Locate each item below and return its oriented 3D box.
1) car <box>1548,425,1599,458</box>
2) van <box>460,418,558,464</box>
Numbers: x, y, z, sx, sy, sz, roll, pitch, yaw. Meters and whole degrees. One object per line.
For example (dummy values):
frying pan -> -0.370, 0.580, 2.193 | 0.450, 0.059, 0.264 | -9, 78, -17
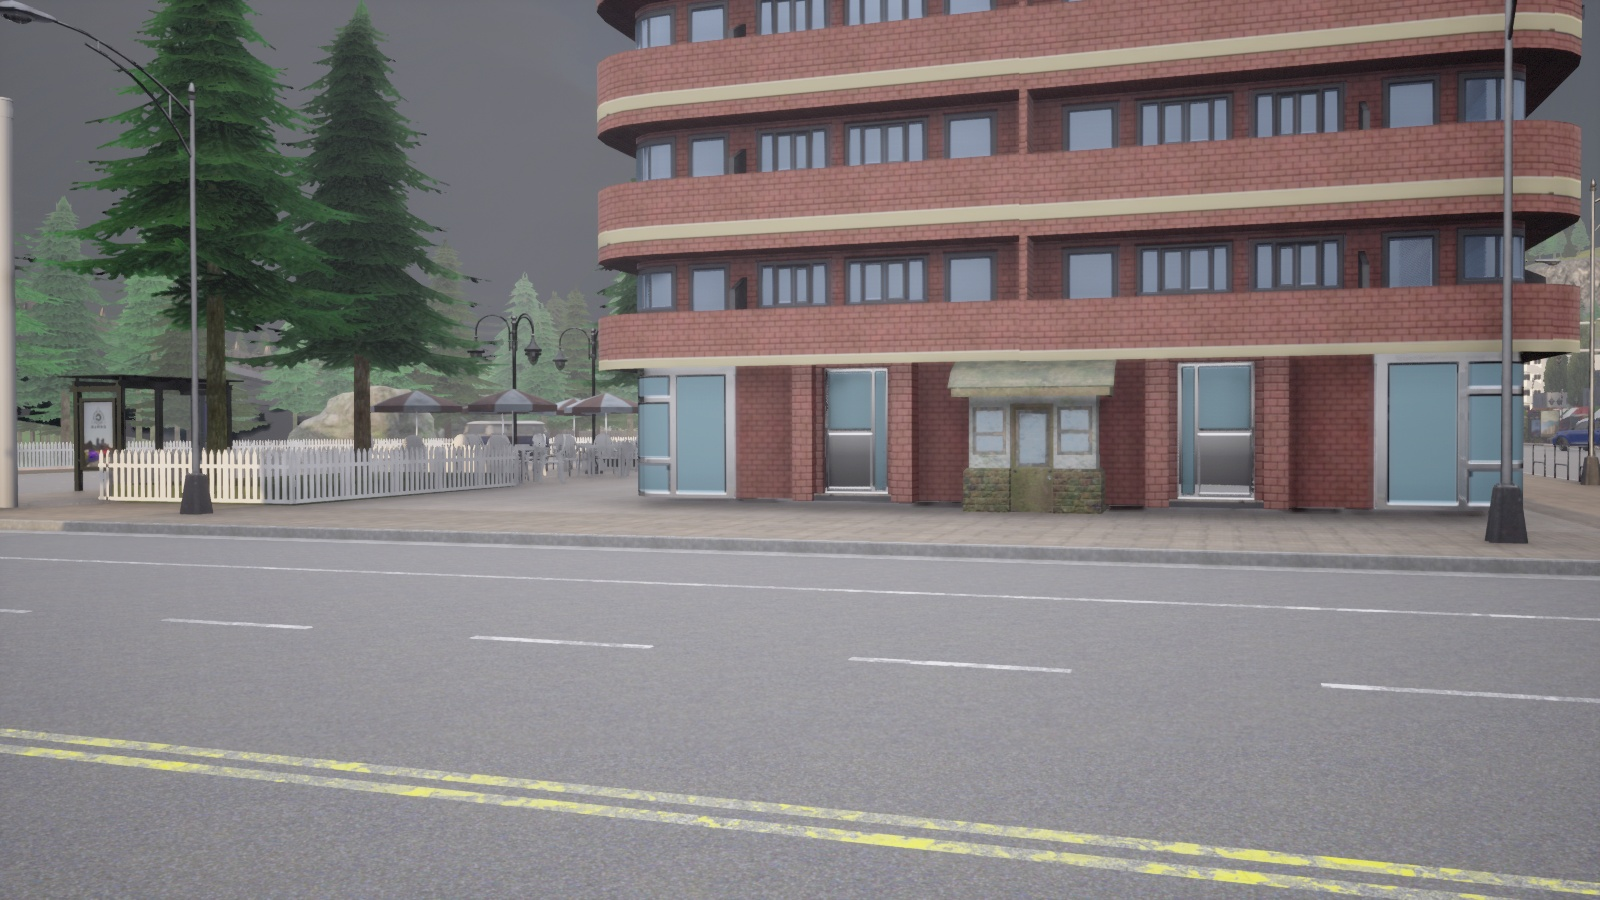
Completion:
car -> 50.425, -0.548, 79.352 | 2.150, 2.045, 5.566 | -1, 1, -13
van -> -13.143, -0.437, 56.921 | 1.775, 1.987, 4.442 | 1, 1, 30
